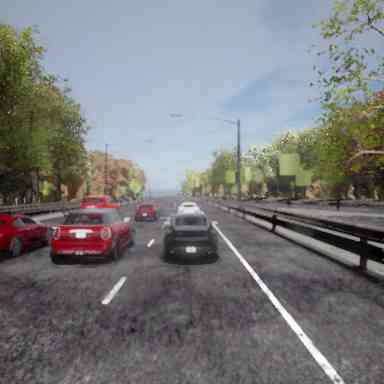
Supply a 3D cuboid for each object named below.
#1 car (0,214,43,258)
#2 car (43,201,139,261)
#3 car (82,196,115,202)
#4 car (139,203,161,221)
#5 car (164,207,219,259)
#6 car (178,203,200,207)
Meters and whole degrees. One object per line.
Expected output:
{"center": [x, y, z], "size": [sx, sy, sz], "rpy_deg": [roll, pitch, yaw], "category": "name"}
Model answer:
{"center": [-7.028, 1.569, 12.811], "size": [1.812, 1.442, 4.674], "rpy_deg": [0, 0, -1], "category": "car"}
{"center": [-3.532, 1.393, 12.671], "size": [2.097, 1.767, 4.553], "rpy_deg": [0, 0, 0], "category": "car"}
{"center": [-7.241, 1.318, 26.628], "size": [2.150, 2.045, 5.566], "rpy_deg": [0, 0, -1], "category": "car"}
{"center": [-3.761, 1.627, 28.556], "size": [1.812, 1.442, 4.674], "rpy_deg": [0, 0, -1], "category": "car"}
{"center": [-0.032, 1.548, 12.795], "size": [1.837, 1.490, 4.892], "rpy_deg": [0, 0, 0], "category": "car"}
{"center": [-0.261, 1.626, 28.540], "size": [1.812, 1.442, 4.674], "rpy_deg": [0, 0, -1], "category": "car"}
